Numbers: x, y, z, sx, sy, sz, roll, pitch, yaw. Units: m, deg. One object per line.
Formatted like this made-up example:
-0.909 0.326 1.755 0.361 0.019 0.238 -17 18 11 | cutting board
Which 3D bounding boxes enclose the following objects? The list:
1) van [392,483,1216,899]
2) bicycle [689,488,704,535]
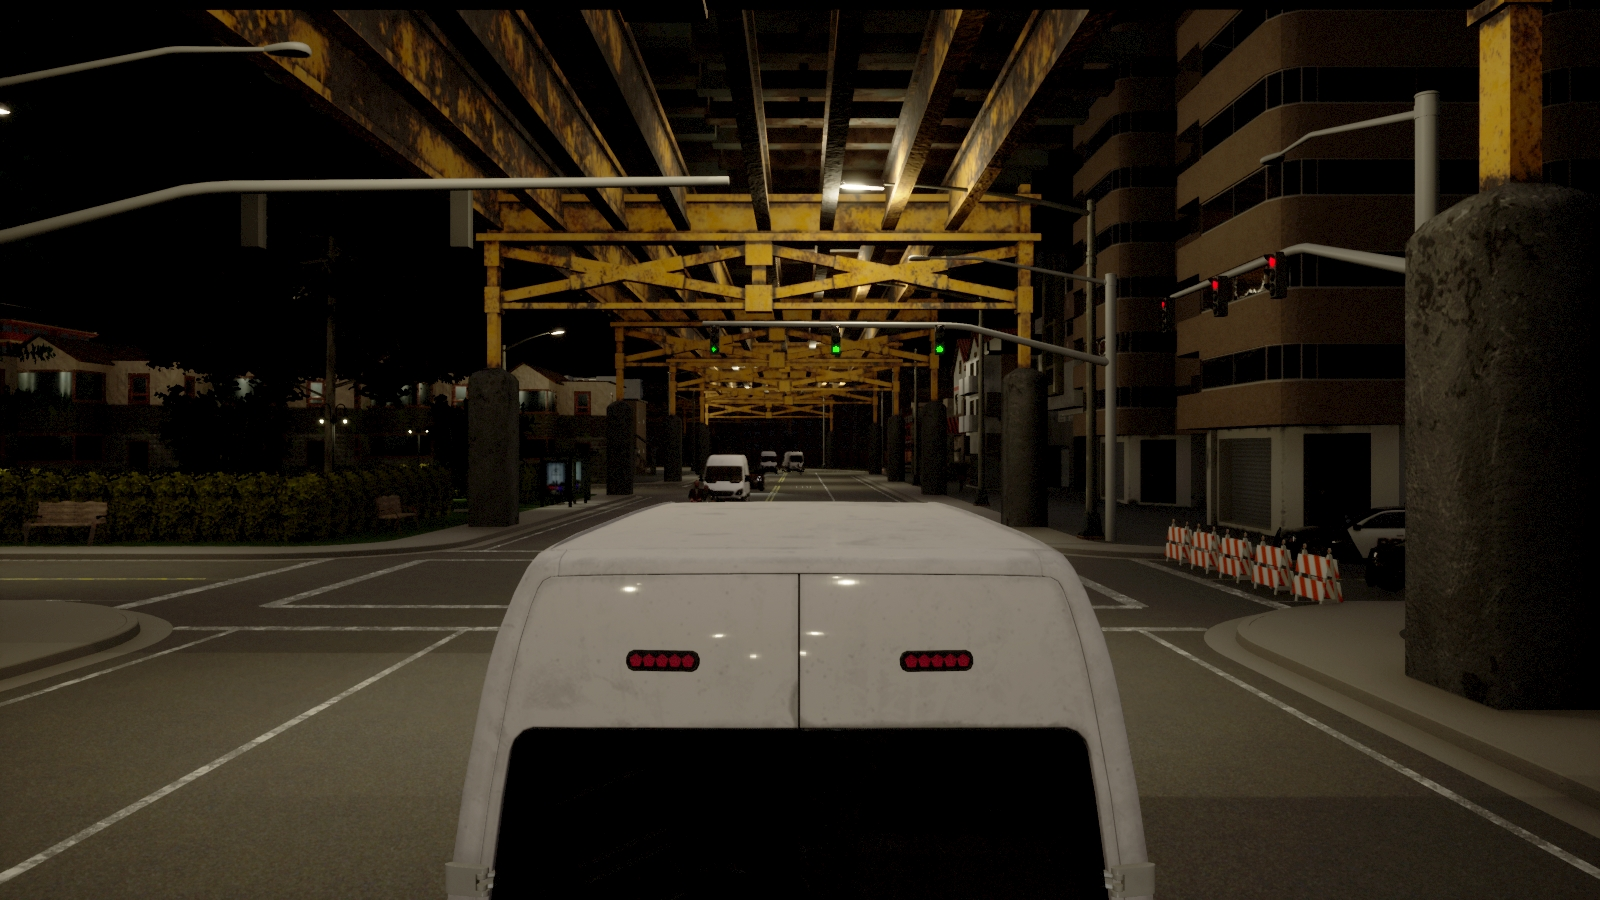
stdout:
0.015 1.531 5.717 1.988 2.561 5.915 0 0 0 | van
-3.464 2.031 38.221 0.329 1.496 1.835 0 0 0 | bicycle
